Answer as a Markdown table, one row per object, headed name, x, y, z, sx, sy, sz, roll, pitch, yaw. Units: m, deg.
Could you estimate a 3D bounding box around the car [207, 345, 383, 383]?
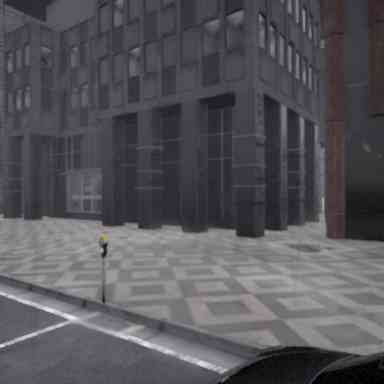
| name | x | y | z | sx | sy | sz | roll | pitch | yaw |
| --- | --- | --- | --- | --- | --- | --- | --- | --- | --- |
| car | 1.874 | 1.561 | 1.627 | 4.313 | 1.339 | 1.947 | 0 | 0 | 35 |
